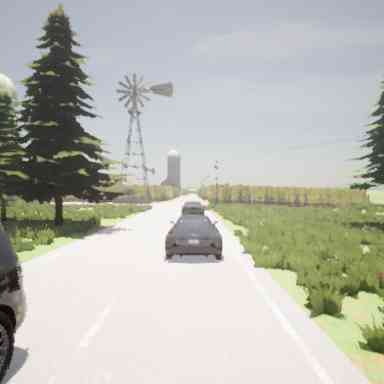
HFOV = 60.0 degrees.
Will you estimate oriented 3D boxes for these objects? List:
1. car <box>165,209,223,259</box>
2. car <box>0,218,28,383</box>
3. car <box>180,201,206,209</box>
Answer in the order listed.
[{"bbox_3d":[0.071,1.555,12.635,1.994,1.385,4.181,0,0,0],"label":"car"},{"bbox_3d":[-3.265,1.222,2.149,2.150,2.045,5.566,0,0,1],"label":"car"},{"bbox_3d":[0.074,1.485,27.423,1.837,1.490,4.892,0,0,0],"label":"car"}]
